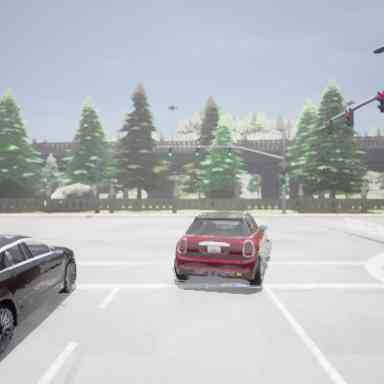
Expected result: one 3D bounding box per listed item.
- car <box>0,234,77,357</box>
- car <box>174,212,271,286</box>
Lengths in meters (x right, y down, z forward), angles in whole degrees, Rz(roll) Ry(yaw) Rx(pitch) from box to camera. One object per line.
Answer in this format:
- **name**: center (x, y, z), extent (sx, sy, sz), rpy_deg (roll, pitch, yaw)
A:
- **car**: center (-3.531, 1.492, 5.849), extent (2.128, 1.511, 4.902), rpy_deg (0, 0, -2)
- **car**: center (1.085, 1.346, 9.735), extent (2.097, 1.767, 4.553), rpy_deg (0, 0, 16)
